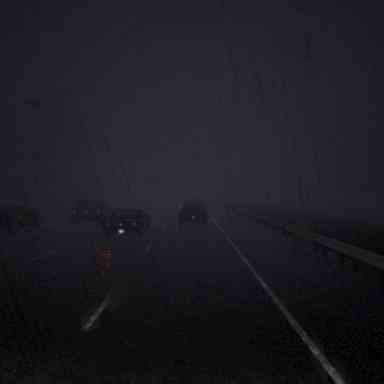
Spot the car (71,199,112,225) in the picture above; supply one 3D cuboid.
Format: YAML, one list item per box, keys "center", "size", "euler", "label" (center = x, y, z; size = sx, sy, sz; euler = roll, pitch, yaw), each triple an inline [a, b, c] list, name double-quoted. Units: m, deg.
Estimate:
- center: [-6.908, 1.341, 23.775]
  size: [2.097, 1.767, 4.553]
  euler: [0, 0, 0]
  label: "car"

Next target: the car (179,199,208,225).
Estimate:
- center: [0.092, 1.467, 23.746]
  size: [1.882, 1.535, 5.008]
  euler: [0, 0, 0]
  label: "car"

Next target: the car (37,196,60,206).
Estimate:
- center: [-24.541, 1.500, 57.031]
  size: [1.812, 1.442, 4.674]
  euler: [0, 0, 0]
  label: "car"

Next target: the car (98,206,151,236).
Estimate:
- center: [-3.407, 1.593, 18.200]
  size: [1.895, 1.301, 4.718]
  euler: [0, 0, 0]
  label: "car"

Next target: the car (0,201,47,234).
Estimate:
- center: [-10.406, 1.496, 19.255]
  size: [1.837, 1.490, 4.892]
  euler: [0, 0, 0]
  label: "car"
